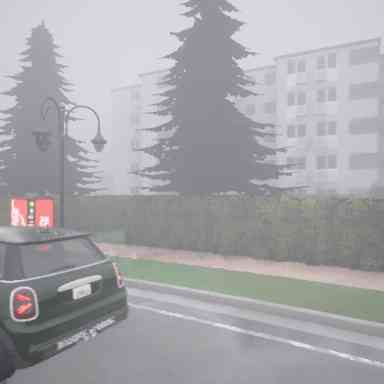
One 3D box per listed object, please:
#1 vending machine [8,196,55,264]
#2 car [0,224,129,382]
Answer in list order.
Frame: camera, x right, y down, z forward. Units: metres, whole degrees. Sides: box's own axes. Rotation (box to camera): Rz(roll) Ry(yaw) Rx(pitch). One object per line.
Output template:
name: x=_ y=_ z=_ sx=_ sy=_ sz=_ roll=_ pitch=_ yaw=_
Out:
vending machine: x=-5.294 y=1.195 z=11.041 sx=0.880 sy=2.100 sz=1.100 roll=0 pitch=0 yaw=24
car: x=-3.307 y=1.351 z=5.494 sx=4.553 sy=1.767 sz=2.097 roll=0 pitch=0 yaw=30
